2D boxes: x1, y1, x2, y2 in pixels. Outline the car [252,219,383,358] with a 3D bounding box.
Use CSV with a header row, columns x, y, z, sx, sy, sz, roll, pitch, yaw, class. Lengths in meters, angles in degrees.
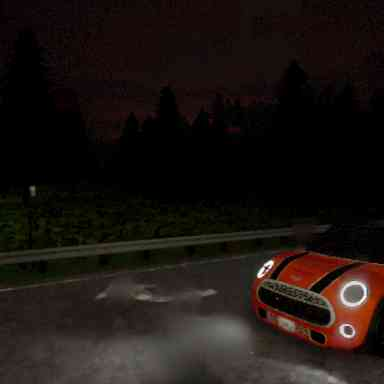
x,y,z,sx,sy,sz,roll,pitch,yaw,class
3.261,1.321,6.030,4.553,1.767,2.097,0,0,-33,car
